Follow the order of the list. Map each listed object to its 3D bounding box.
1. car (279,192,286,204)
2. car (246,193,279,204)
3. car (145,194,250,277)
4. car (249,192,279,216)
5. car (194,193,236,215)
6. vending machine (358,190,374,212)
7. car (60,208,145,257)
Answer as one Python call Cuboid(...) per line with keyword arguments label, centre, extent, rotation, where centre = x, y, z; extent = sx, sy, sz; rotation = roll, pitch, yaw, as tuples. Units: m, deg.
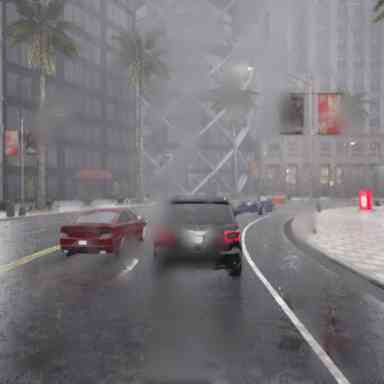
Cuboid(label="car", centre=(10.648, 0.811, 45.068), extent=(4.553, 1.767, 2.097), rotation=(0, 1, -35))
Cuboid(label="car", centre=(10.492, 0.916, 49.174), extent=(4.892, 1.490, 1.837), rotation=(0, 0, -32))
Cuboid(label="car", centre=(0.227, 1.102, 9.979), extent=(2.150, 2.045, 5.566), rotation=(0, 1, 2))
Cuboid(label="car", centre=(5.654, 1.006, 28.786), extent=(2.097, 1.767, 4.553), rotation=(0, 1, 29))
Cuboid(label="car", centre=(2.140, 0.996, 29.613), extent=(2.097, 1.767, 4.553), rotation=(0, 1, 27))
Cuboid(label="vending machine", centre=(16.408, 0.818, 31.433), extent=(1.100, 2.100, 0.880), rotation=(1, 1, 45))
Cuboid(label="car", centre=(-3.047, 1.327, 12.418), extent=(1.882, 1.535, 5.008), rotation=(0, 1, 5))
